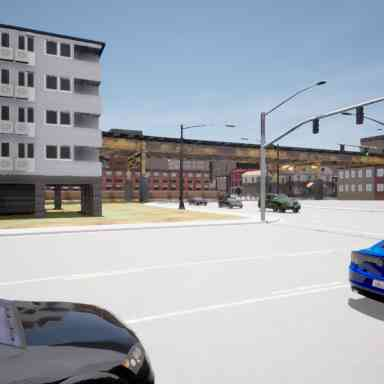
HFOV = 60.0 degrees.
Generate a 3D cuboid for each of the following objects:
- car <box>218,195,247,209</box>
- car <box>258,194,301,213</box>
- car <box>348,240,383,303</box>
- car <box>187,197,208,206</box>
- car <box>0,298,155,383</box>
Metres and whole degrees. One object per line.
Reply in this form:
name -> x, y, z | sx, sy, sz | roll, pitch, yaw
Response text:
car -> 5.267, 1.526, 46.433 | 1.812, 1.442, 4.674 | 0, 0, -25
car -> 9.641, 1.222, 37.280 | 2.150, 2.045, 5.566 | 0, 0, -26
car -> 5.554, 1.478, 6.907 | 5.008, 1.535, 1.882 | 0, 0, -25
car -> 0.846, 1.547, 55.884 | 2.033, 1.411, 5.357 | 0, 0, -20
car -> -2.423, 1.564, 2.754 | 4.181, 1.385, 1.994 | 0, 0, -32
